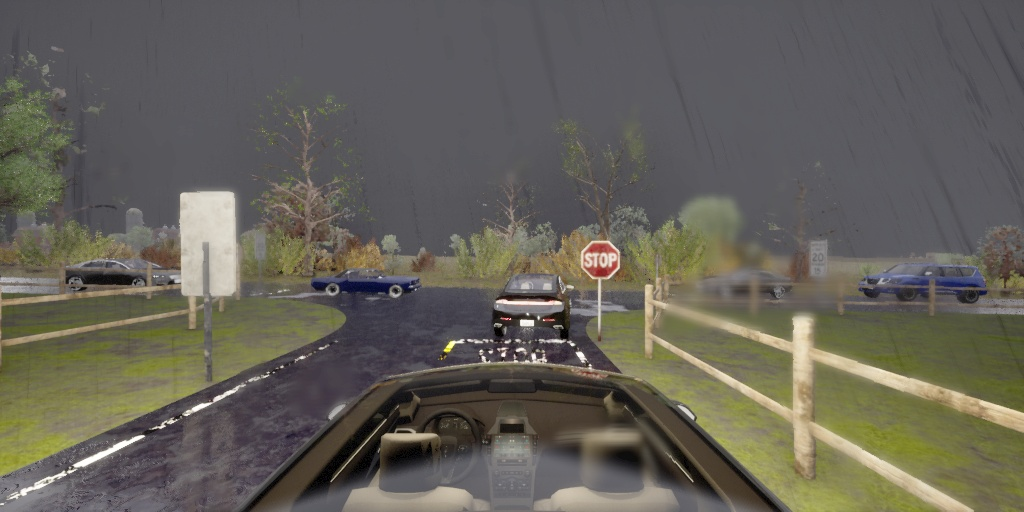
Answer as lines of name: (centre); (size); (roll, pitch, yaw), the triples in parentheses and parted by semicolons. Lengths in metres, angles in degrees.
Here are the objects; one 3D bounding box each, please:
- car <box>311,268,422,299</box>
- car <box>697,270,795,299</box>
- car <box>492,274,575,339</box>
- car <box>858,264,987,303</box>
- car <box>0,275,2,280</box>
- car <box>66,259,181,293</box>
car: (-6.813, 1.249, 17.201); (4.718, 1.301, 1.895); (1, 1, 0)
car: (13.015, 1.526, 20.116); (4.902, 1.511, 2.128); (1, 1, 0)
car: (0.711, 1.240, 10.165); (2.128, 1.511, 4.902); (0, 0, 9)
car: (22.910, 1.467, 20.099); (5.566, 2.045, 2.150); (1, 1, 0)
car: (-27.784, 0.718, 17.238); (4.674, 1.442, 1.812); (1, 1, 0)
car: (-18.481, 0.886, 17.225); (4.902, 1.511, 2.128); (1, 1, 0)
